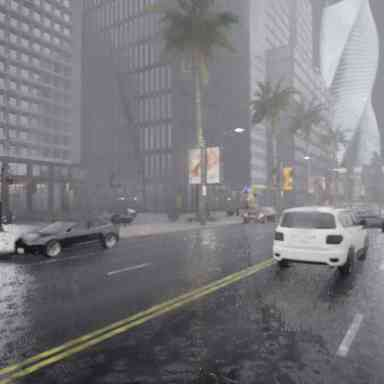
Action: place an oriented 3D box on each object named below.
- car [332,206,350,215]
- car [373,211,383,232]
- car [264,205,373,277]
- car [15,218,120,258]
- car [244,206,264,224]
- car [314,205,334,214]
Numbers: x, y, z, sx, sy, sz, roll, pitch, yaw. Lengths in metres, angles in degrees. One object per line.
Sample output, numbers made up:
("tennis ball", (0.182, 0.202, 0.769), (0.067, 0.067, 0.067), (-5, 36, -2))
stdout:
("car", (24.094, 2.966, 53.845), (1.994, 1.385, 4.181), (-1, -2, 34))
("car", (13.740, 2.145, 25.148), (2.128, 1.511, 4.902), (-1, -2, 34))
("car", (4.715, 1.535, 11.739), (2.150, 2.045, 5.566), (-1, -2, 34))
("car", (-5.389, 1.936, 15.019), (2.161, 1.482, 4.786), (-1, -2, 33))
("car", (6.893, 2.239, 33.187), (2.185, 1.767, 4.553), (-1, -2, 33))
("car", (23.011, 2.991, 57.734), (2.231, 1.521, 4.892), (-1, -2, 33))
